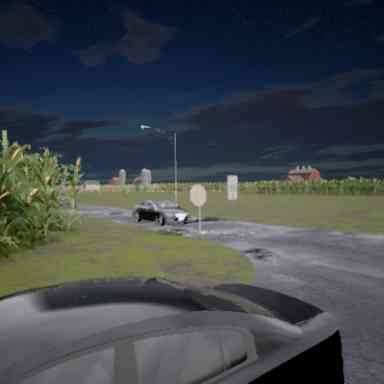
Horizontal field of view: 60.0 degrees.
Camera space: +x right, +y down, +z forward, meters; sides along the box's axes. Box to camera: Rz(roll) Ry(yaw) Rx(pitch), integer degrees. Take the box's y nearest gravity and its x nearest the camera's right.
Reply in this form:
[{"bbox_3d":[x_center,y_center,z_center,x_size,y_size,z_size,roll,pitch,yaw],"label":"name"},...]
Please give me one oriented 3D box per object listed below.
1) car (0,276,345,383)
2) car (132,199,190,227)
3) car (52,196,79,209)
[{"bbox_3d":[-1.003,1.473,2.226,5.008,1.535,1.882,-1,1,-35],"label":"car"},{"bbox_3d":[-2.027,1.221,20.703,2.128,1.511,4.902,-1,1,-36],"label":"car"},{"bbox_3d":[-14.654,1.145,38.166,2.033,1.411,5.357,-1,1,-36],"label":"car"}]
